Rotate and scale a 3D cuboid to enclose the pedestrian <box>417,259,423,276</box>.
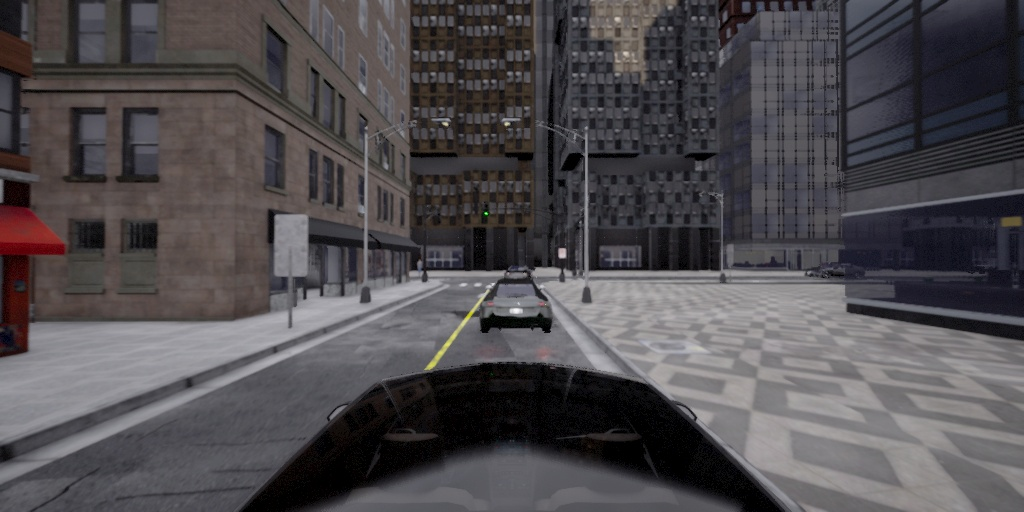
[{"bbox_3d":[-9.855,1.191,38.357,0.375,1.860,0.375,0,0,1],"label":"pedestrian"}]

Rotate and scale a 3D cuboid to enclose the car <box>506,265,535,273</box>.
[{"bbox_3d":[0.603,1.439,26.795,2.128,1.511,4.902,0,0,8],"label":"car"}]

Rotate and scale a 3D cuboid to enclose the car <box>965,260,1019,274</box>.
[{"bbox_3d":[46.814,1.114,34.663,4.181,1.385,1.994,0,0,1],"label":"car"}]

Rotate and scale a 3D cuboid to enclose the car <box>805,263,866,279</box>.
[{"bbox_3d":[31.390,1.459,34.905,4.902,1.511,2.128,0,0,1],"label":"car"}]

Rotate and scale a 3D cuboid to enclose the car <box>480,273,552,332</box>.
[{"bbox_3d":[0.109,1.389,11.176,1.994,1.385,4.181,0,0,0],"label":"car"}]
